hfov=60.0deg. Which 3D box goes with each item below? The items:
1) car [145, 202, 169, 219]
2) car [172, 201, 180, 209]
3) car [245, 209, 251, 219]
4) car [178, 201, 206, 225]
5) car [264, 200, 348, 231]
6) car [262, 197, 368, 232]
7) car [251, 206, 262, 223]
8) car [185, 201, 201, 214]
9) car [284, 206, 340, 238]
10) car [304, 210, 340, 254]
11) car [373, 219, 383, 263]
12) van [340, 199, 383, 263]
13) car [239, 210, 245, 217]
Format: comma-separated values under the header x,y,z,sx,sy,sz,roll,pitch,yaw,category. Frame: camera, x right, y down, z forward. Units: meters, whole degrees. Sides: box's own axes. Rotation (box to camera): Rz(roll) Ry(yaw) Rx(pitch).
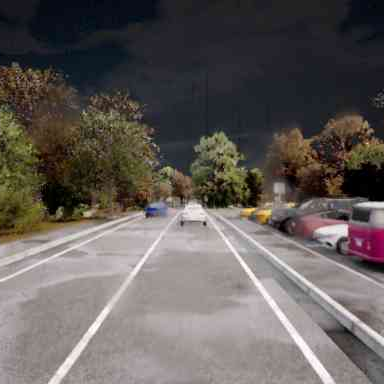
x,y,z,sx,sy,sz,roll,pitch,yaw,category
-3.343,1.725,32.388,1.882,1.535,5.008,0,-1,0,car
-3.246,2.797,72.819,2.097,1.767,4.553,0,-2,0,car
7.091,1.620,26.673,4.892,1.521,2.231,0,-1,0,car
0.102,1.665,25.170,1.812,1.442,4.674,0,-1,0,car
7.113,1.444,21.125,4.553,1.767,2.185,0,0,0,car
7.052,1.303,18.354,5.566,2.045,2.435,0,0,0,car
7.090,1.590,23.901,5.008,1.535,2.097,0,0,0,car
0.102,1.960,42.912,1.882,1.535,5.008,0,-1,0,car
7.108,1.570,15.576,4.792,1.488,2.163,0,0,0,car
7.079,1.568,12.801,4.674,1.452,2.002,0,0,0,car
7.079,1.501,7.248,5.008,1.535,2.097,0,0,0,car
7.192,1.289,10.026,4.442,1.987,1.878,0,0,0,van
6.901,1.653,29.442,5.366,1.575,1.946,0,-1,0,car
